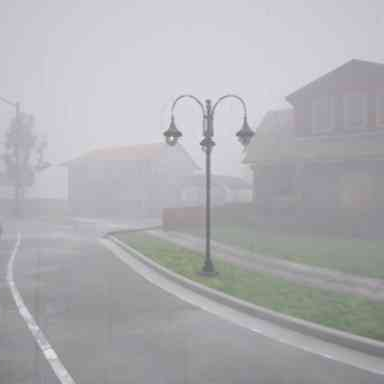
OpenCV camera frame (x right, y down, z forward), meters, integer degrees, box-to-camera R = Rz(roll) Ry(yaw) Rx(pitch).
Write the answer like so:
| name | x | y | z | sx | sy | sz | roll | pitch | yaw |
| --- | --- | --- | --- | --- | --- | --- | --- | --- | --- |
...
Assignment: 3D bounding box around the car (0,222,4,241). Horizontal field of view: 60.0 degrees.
| name | x | y | z | sx | sy | sz | roll | pitch | yaw |
| --- | --- | --- | --- | --- | --- | --- | --- | --- | --- |
| car | -9.335 | 1.656 | 14.207 | 2.033 | 1.411 | 5.357 | 0 | -1 | -24 |
